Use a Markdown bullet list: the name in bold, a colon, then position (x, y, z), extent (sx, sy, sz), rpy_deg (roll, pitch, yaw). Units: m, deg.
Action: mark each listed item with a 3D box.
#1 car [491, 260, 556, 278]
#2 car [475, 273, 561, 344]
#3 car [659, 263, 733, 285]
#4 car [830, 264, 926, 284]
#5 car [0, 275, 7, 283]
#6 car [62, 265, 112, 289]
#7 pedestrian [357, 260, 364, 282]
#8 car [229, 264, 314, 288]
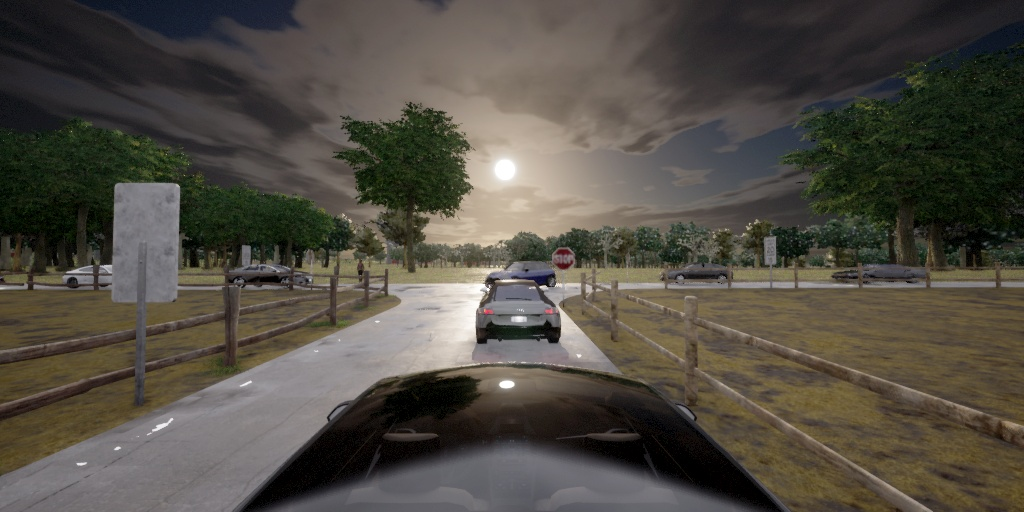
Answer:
- **car**: position (0.529, 1.120, 21.491), extent (4.553, 1.767, 2.097), rpy_deg (-1, 0, -41)
- **car**: position (0.081, 1.325, 9.675), extent (1.994, 1.385, 4.181), rpy_deg (0, 0, -2)
- **car**: position (13.111, 1.260, 25.681), extent (4.892, 1.490, 1.837), rpy_deg (-1, -2, 1)
- **car**: position (25.952, 1.237, 25.387), extent (5.357, 1.411, 2.033), rpy_deg (0, -2, 4)
- **car**: position (-35.819, 1.307, 22.751), extent (5.357, 1.411, 2.033), rpy_deg (0, -2, 0)
- **car**: position (-25.519, 1.290, 22.749), extent (4.674, 1.442, 1.812), rpy_deg (0, -2, 0)
- **pedestrian**: position (-12.135, 1.185, 28.741), extent (0.375, 1.860, 0.375), rpy_deg (0, -1, 0)
- **car**: position (-15.250, 1.260, 22.759), extent (4.902, 1.511, 2.128), rpy_deg (0, -1, 0)
